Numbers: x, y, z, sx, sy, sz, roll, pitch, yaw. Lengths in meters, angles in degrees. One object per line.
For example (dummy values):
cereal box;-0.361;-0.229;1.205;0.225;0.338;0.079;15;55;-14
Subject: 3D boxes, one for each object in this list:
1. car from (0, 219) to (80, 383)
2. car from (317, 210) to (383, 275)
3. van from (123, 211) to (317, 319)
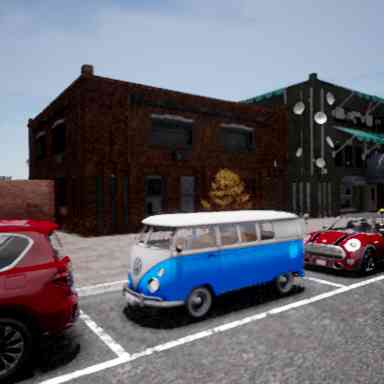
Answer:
car;-3.887;1.320;3.793;5.009;1.841;2.192;0;0;-36
car;5.146;1.395;10.240;4.097;1.590;1.967;0;0;-36
van;0.629;1.321;7.017;3.998;1.788;1.690;0;0;-36
